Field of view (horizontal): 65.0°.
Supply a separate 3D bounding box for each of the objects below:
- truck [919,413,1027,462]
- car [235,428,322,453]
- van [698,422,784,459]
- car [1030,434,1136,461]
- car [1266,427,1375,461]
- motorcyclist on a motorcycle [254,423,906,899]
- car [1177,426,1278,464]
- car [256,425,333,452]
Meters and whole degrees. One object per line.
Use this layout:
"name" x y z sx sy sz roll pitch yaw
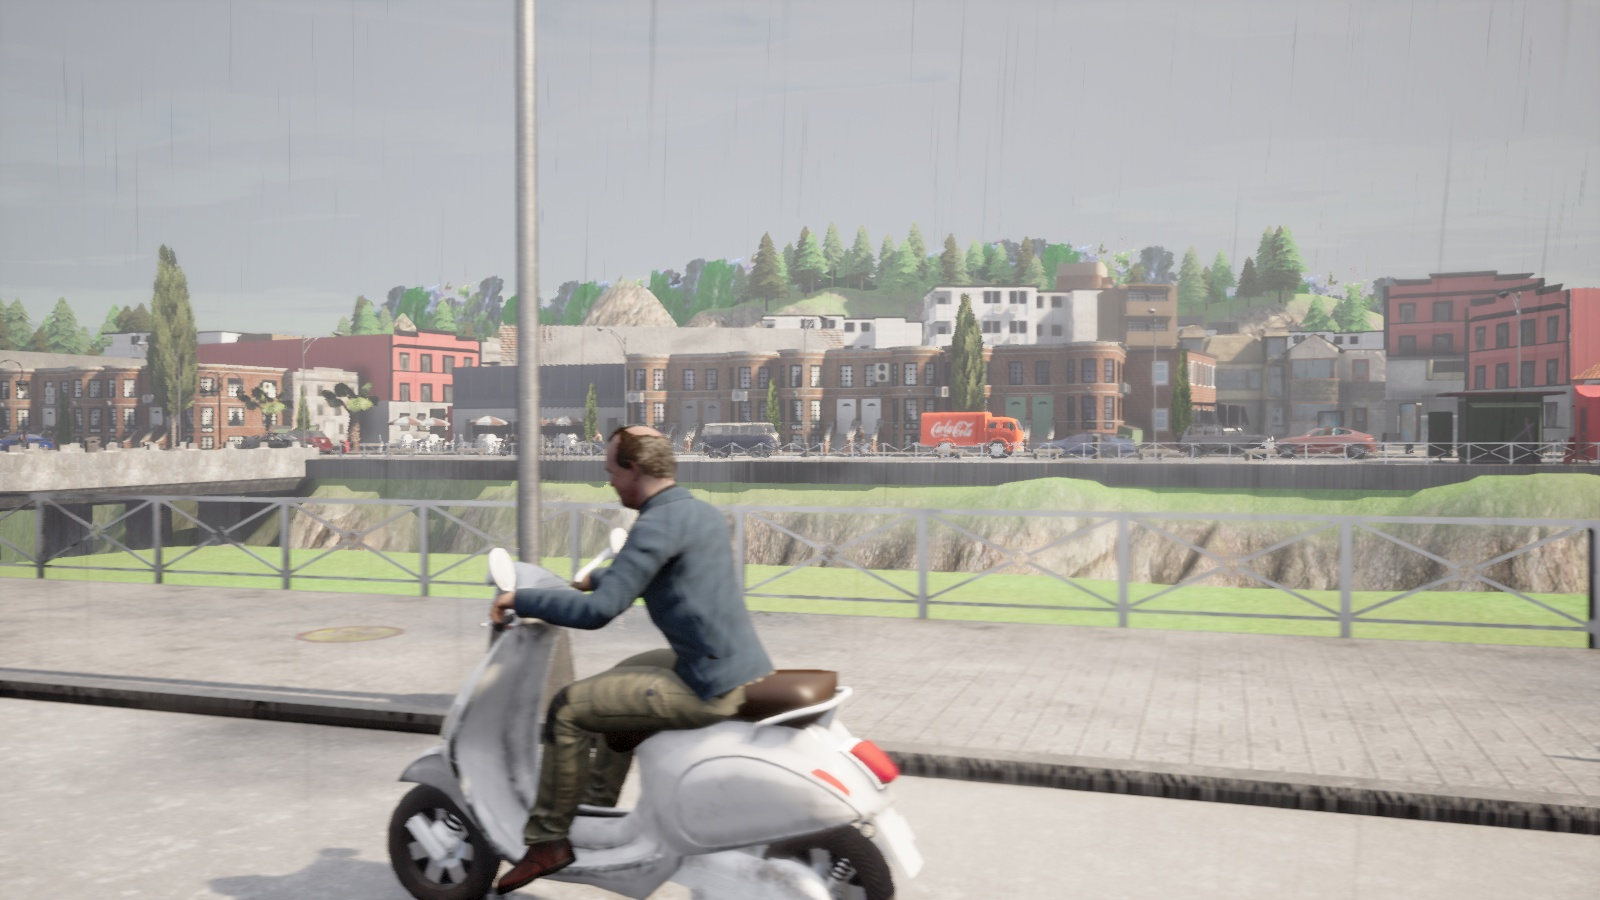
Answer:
"truck" 9.082 -0.679 65.746 5.204 2.467 2.627 1 1 19
"car" -33.215 -0.623 79.969 4.902 1.511 2.128 1 1 19
"van" -3.269 -0.552 69.901 4.442 1.987 1.775 1 1 19
"car" 15.301 -0.155 67.882 5.357 1.411 2.033 1 1 19
"car" 26.498 -0.322 64.115 5.027 1.651 2.152 1 1 19
"motorcyclist on a motorcycle" -0.661 0.714 3.943 1.817 1.590 0.866 1 1 19
"car" 20.982 -0.267 61.751 4.605 1.855 1.932 1 1 19
"car" -33.996 -0.795 84.449 4.553 1.767 2.097 1 1 19
